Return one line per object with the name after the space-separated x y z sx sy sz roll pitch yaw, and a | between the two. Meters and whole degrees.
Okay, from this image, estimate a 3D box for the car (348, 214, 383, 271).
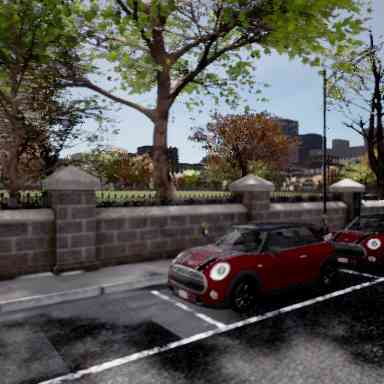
6.040 1.464 10.870 4.097 1.590 1.967 0 0 -35 | car

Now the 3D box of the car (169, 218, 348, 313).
1.458 1.452 7.602 4.097 1.590 1.967 0 0 -35 | car
